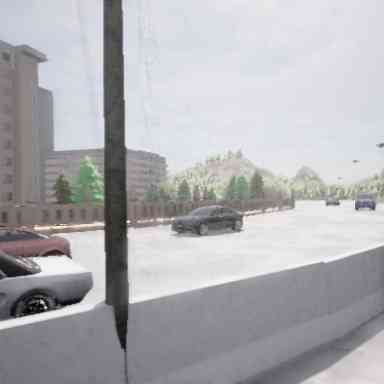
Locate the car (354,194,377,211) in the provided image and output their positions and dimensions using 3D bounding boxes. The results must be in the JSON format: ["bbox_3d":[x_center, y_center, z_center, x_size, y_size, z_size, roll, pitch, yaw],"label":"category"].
[{"bbox_3d":[21.509,1.232,41.280,2.150,2.045,5.566,-1,0,26],"label":"car"}]

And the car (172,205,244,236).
[{"bbox_3d":[1.004,1.547,18.890,4.892,1.490,1.837,0,0,-45],"label":"car"}]

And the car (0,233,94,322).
[{"bbox_3d":[-4.196,1.632,5.403,4.718,1.301,1.895,0,0,-36],"label":"car"}]

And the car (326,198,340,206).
[{"bbox_3d":[23.145,1.643,54.644,1.994,1.385,4.181,-1,0,19],"label":"car"}]

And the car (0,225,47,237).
[{"bbox_3d":[-5.425,1.607,8.888,4.181,1.385,1.994,0,0,-37],"label":"car"}]
